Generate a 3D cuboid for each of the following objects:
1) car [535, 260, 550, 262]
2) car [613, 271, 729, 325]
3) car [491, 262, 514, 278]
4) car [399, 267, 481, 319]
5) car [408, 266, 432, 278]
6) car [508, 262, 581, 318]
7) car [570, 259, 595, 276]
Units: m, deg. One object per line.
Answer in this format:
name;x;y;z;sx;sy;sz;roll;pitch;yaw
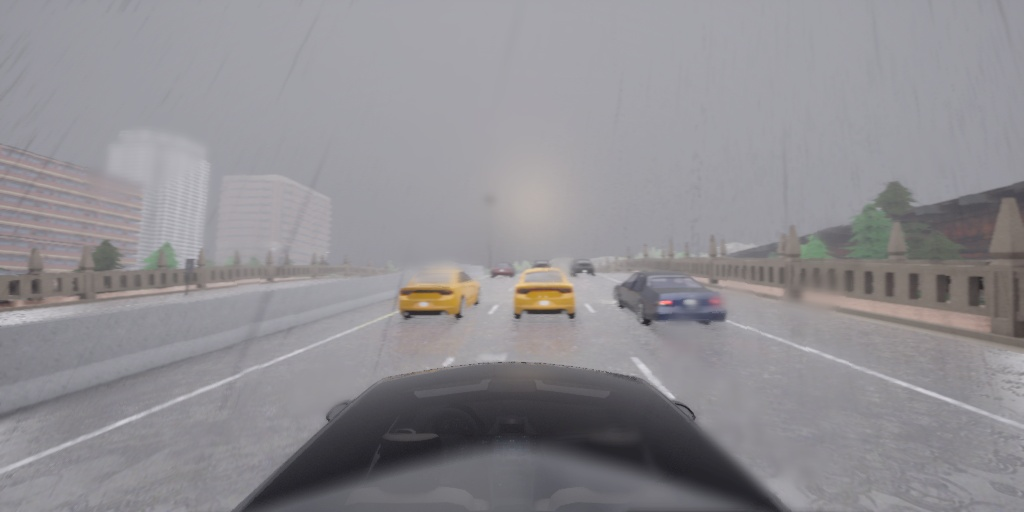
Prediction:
car;2.737;1.104;32.423;1.837;1.490;4.892;-1;0;5
car;4.502;1.163;11.076;2.033;1.411;5.357;-1;0;5
car;-0.720;1.242;33.075;1.994;1.385;4.181;-1;-1;5
car;-2.371;1.236;12.893;1.882;1.535;5.008;-1;0;5
car;-13.281;2.365;52.301;1.837;1.490;4.892;-1;-6;5
car;1.116;1.161;12.617;1.882;1.535;5.008;-1;0;5
car;6.222;1.029;32.113;1.837;1.490;4.892;-1;0;5
